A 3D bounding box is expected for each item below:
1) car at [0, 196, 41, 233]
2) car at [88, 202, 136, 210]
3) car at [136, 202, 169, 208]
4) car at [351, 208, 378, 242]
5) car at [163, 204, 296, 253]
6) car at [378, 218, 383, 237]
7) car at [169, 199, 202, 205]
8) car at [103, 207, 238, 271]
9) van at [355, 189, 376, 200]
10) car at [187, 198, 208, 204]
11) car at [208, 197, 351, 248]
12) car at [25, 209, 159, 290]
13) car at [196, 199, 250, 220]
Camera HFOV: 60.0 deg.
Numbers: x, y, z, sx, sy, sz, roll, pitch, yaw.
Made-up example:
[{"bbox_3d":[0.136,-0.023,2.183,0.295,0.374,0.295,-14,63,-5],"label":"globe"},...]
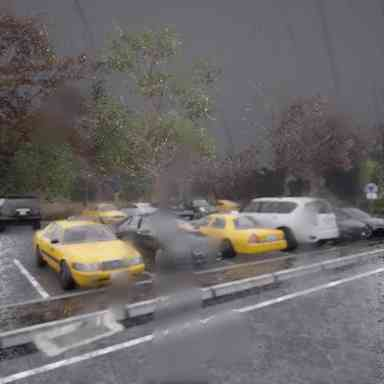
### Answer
[{"bbox_3d":[-10.809,1.250,20.427,2.435,2.045,5.566,0,0,-35],"label":"car"},{"bbox_3d":[-6.158,1.495,23.444,1.946,1.575,5.366,0,0,-35],"label":"car"},{"bbox_3d":[-3.999,1.536,25.190,2.002,1.452,4.674,0,0,-35],"label":"car"},{"bbox_3d":[5.792,1.499,16.098,2.097,1.535,5.008,0,0,-35],"label":"car"},{"bbox_3d":[1.150,1.500,13.046,1.946,1.575,5.366,0,0,-35],"label":"car"},{"bbox_3d":[8.081,1.527,17.670,2.163,1.488,4.792,0,0,-35],"label":"car"},{"bbox_3d":[-1.719,1.524,26.764,2.163,1.488,4.792,0,0,-35],"label":"car"},{"bbox_3d":[-1.016,1.506,11.300,2.231,1.521,4.892,0,0,-35],"label":"car"},{"bbox_3d":[24.751,0.463,45.628,1.878,1.987,4.442,-1,1,-35],"label":"van"},{"bbox_3d":[0.408,1.367,28.338,2.185,1.767,4.553,0,0,-35],"label":"car"},{"bbox_3d":[3.509,1.250,14.517,2.435,2.045,5.566,0,0,-35],"label":"car"},{"bbox_3d":[-3.174,1.504,9.544,1.946,1.575,5.366,0,0,-35],"label":"car"},{"bbox_3d":[2.694,1.490,29.905,2.097,1.535,5.008,0,0,-35],"label":"car"}]
